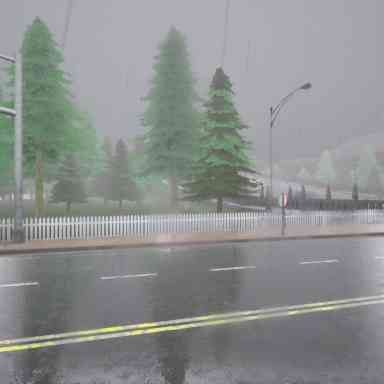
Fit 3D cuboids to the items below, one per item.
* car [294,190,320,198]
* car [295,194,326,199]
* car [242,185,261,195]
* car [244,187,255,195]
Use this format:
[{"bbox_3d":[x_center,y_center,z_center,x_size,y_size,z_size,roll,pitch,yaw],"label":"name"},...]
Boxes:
[{"bbox_3d":[17.703,0.862,50.131,2.150,2.045,5.566,0,3,-19],"label":"car"},{"bbox_3d":[16.346,1.434,43.416,2.033,1.411,5.357,0,2,-19],"label":"car"},{"bbox_3d":[11.928,-0.431,67.147,1.994,1.385,4.181,0,7,-19],"label":"car"},{"bbox_3d":[9.381,-0.504,63.728,2.150,2.045,5.566,0,6,-19],"label":"car"}]
